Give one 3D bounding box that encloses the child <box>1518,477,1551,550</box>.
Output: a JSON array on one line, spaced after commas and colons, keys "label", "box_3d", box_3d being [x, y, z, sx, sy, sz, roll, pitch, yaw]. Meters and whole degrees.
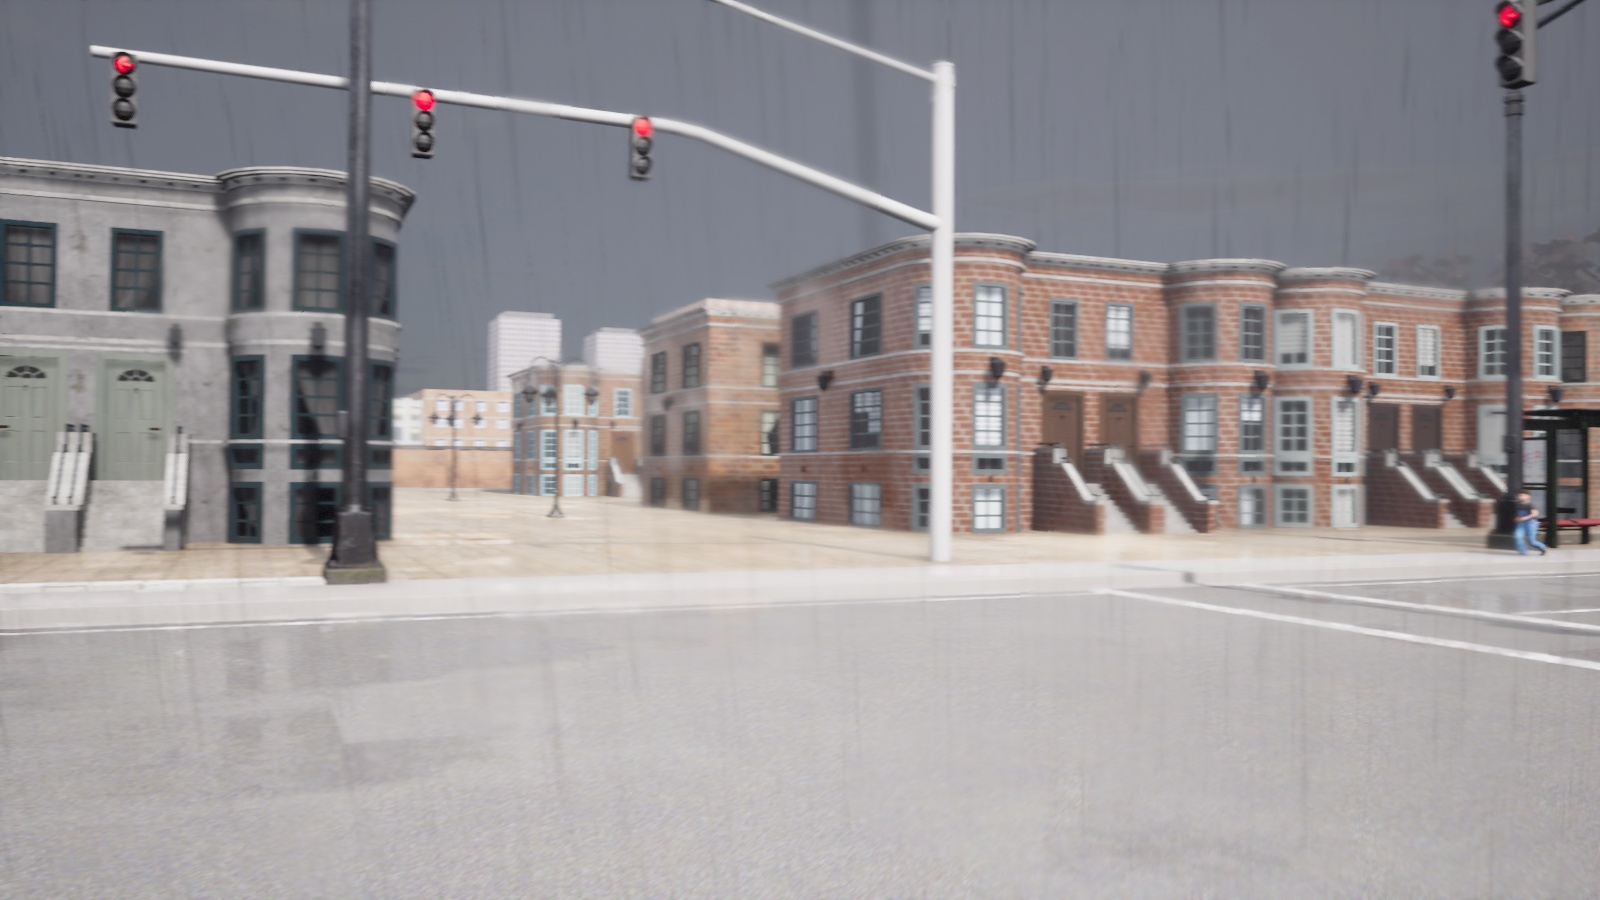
[{"label": "child", "box_3d": [12.847, 1.102, 21.969, 0.437, 1.263, 0.270, 0, -1, -23]}]
